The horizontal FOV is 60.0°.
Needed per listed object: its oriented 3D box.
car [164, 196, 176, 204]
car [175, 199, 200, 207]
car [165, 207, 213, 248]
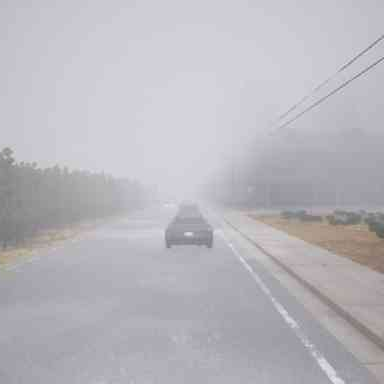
[{"bbox_3d":[-4.108,1.518,63.233,2.128,1.511,4.902,0,0,-1],"label":"car"},{"bbox_3d":[-0.278,1.482,29.690,1.882,1.535,5.008,0,0,-1],"label":"car"},{"bbox_3d":[-0.130,1.569,14.691,1.994,1.385,4.181,0,0,-1],"label":"car"}]
